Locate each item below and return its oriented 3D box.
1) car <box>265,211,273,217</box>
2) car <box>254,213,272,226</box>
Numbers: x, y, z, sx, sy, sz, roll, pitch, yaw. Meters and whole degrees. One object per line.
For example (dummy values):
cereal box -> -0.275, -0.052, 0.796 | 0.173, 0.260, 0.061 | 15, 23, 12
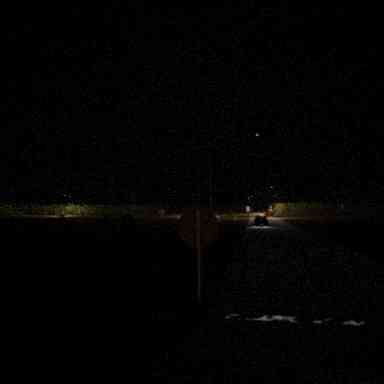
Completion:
car -> 20.342, 5.753, 87.861 | 1.882, 1.535, 5.008 | -1, -3, 11
car -> 9.643, 4.001, 46.411 | 2.033, 1.411, 5.357 | -1, -3, 11
